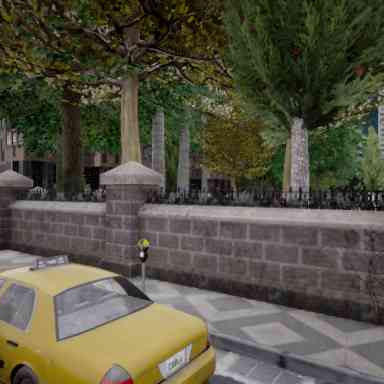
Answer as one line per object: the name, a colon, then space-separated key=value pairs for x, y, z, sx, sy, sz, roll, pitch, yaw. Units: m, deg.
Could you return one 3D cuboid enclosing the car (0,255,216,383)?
car: x=-2.027 y=1.525 z=4.404 sx=4.829 sy=1.417 sz=1.752 roll=0 pitch=0 yaw=35
